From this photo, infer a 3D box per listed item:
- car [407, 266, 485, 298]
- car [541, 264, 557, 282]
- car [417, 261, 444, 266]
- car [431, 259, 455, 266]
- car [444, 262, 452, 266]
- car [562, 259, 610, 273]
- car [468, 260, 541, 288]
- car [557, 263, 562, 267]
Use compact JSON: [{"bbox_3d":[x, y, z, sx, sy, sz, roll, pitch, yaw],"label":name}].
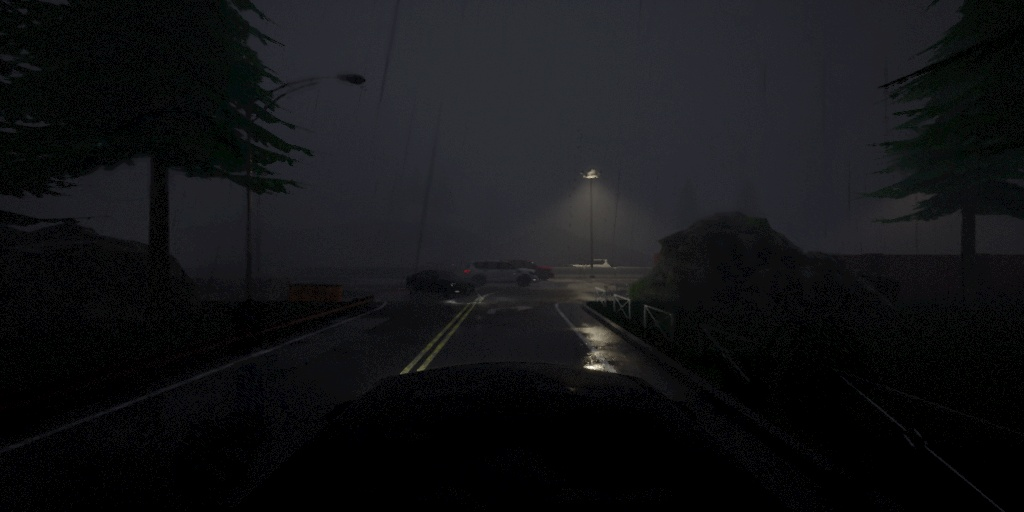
[{"bbox_3d":[-4.221,1.543,21.190,5.008,1.535,1.882,0,-3,41],"label":"car"},{"bbox_3d":[1.186,1.368,34.273,5.566,2.045,2.150,0,0,0],"label":"car"},{"bbox_3d":[-11.373,1.734,44.874,4.674,1.442,1.812,0,0,0],"label":"car"},{"bbox_3d":[-10.938,1.475,51.878,5.566,2.045,2.150,0,0,0],"label":"car"},{"bbox_3d":[-10.649,1.795,48.379,4.181,1.385,1.994,0,0,0],"label":"car"},{"bbox_3d":[9.517,1.433,45.039,5.566,2.045,2.150,0,0,0],"label":"car"},{"bbox_3d":[-0.875,1.325,27.258,5.566,2.045,2.150,0,0,0],"label":"car"},{"bbox_3d":[7.274,1.855,52.020,4.718,1.301,1.895,0,0,0],"label":"car"}]
